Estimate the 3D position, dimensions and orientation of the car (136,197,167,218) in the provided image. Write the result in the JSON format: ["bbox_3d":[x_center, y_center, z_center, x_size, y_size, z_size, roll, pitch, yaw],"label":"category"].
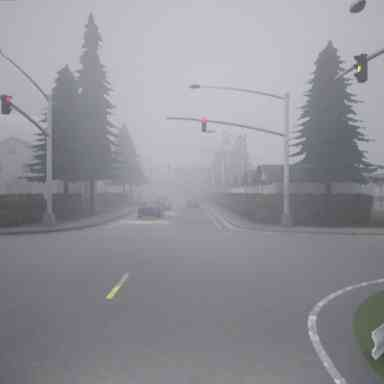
[{"bbox_3d":[-3.593,1.465,29.746,1.882,1.535,5.008,0,0,0],"label":"car"}]

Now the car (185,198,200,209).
[{"bbox_3d":[0.094,1.529,45.186,2.033,1.411,5.357,0,0,0],"label":"car"}]

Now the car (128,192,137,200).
[{"bbox_3d":[-16.789,1.042,84.340,3.866,1.878,1.905,0,0,-1],"label":"car"}]

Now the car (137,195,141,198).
[{"bbox_3d":[-16.198,1.325,87.668,3.806,1.475,1.970,0,0,-1],"label":"car"}]

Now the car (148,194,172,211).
[{"bbox_3d":[-3.590,1.335,39.901,2.097,1.767,4.553,0,0,0],"label":"car"}]
